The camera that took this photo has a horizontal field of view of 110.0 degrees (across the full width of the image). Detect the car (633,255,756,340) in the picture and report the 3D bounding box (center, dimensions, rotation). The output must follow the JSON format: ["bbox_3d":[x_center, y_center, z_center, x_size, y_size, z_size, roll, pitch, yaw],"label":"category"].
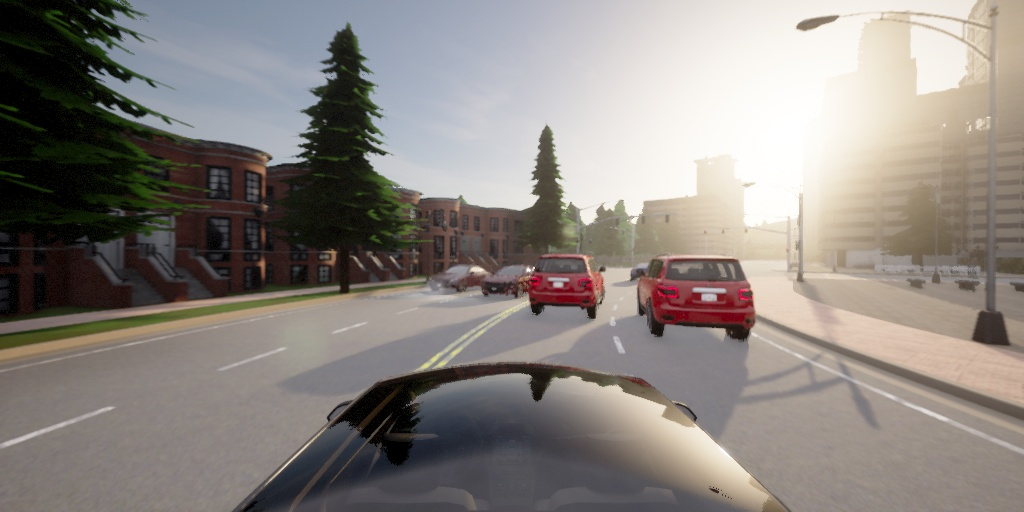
[{"bbox_3d":[4.929,0.987,10.351,2.150,2.045,5.566,0,0,14],"label":"car"}]

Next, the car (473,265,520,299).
[{"bbox_3d":[0.213,1.188,18.317,1.882,1.535,5.008,0,0,24],"label":"car"}]

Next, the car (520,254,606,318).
[{"bbox_3d":[2.203,0.959,13.374,2.150,2.045,5.566,0,0,18],"label":"car"}]

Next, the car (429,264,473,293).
[{"bbox_3d":[-2.736,1.209,20.255,1.812,1.442,4.674,0,0,24],"label":"car"}]

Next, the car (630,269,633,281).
[{"bbox_3d":[10.985,1.287,28.971,1.812,1.442,4.674,1,0,37],"label":"car"}]
